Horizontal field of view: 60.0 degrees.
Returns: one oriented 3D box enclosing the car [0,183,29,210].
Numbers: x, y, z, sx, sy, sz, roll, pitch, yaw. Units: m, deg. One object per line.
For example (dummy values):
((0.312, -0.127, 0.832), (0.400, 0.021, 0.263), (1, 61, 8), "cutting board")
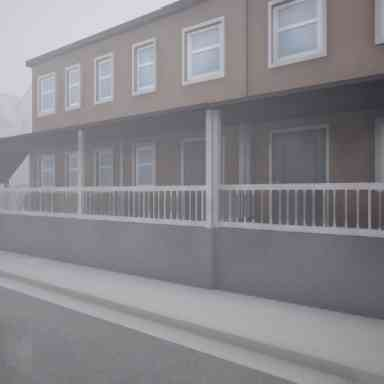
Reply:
((-15.188, 0.727, 27.240), (2.150, 2.045, 5.566), (0, 14, 34), "car")
